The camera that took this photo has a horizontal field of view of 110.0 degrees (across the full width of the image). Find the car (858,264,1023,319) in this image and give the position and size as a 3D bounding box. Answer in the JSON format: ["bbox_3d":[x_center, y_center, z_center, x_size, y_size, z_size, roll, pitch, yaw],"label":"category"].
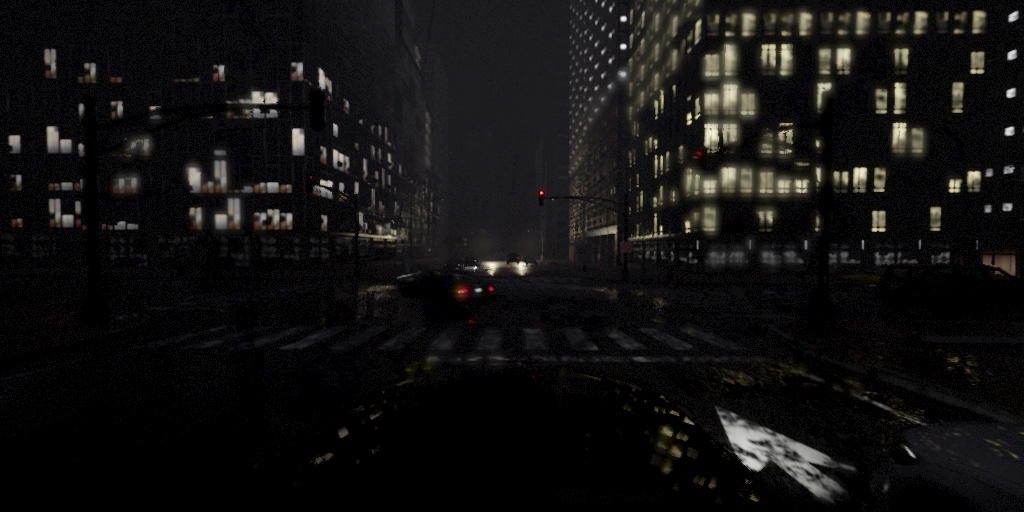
[{"bbox_3d":[16.223,1.219,12.979,5.009,1.841,2.192,0,0,1],"label":"car"}]

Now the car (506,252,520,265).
[{"bbox_3d":[0.188,0.532,63.416,2.150,2.045,5.566,0,0,0],"label":"car"}]

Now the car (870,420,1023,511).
[{"bbox_3d":[3.245,1.287,0.339,1.812,1.442,4.674,0,0,0],"label":"car"}]

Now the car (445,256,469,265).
[{"bbox_3d":[-6.475,0.951,40.900,1.882,1.535,5.008,0,0,0],"label":"car"}]

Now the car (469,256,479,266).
[{"bbox_3d":[-6.399,0.715,55.994,2.097,1.767,4.553,0,0,1],"label":"car"}]

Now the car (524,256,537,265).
[{"bbox_3d":[3.439,0.836,63.795,1.812,1.442,4.674,0,0,0],"label":"car"}]

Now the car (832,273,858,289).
[{"bbox_3d":[21.859,1.297,21.246,4.829,1.417,1.751,0,0,1],"label":"car"}]

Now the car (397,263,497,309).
[{"bbox_3d":[-2.875,1.236,14.945,2.033,1.411,5.357,0,2,-41],"label":"car"}]
